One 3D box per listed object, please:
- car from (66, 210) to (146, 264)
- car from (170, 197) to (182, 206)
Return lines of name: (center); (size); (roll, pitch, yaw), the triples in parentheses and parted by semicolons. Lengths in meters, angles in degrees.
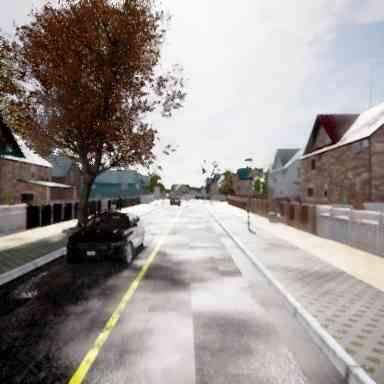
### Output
car: (-2.849, 1.454, 11.899); (1.882, 1.535, 5.008); (0, 0, 0)
car: (-2.746, 1.622, 56.460); (1.837, 1.490, 4.892); (0, 0, 0)
